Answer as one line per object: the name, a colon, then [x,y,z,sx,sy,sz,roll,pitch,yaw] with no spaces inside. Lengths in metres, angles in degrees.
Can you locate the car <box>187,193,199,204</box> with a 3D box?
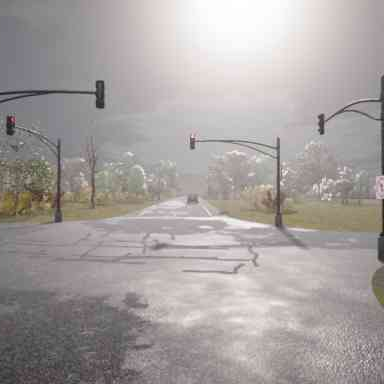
car: [0.157,1.293,67.595,2.150,2.045,5.566,0,0,0]
